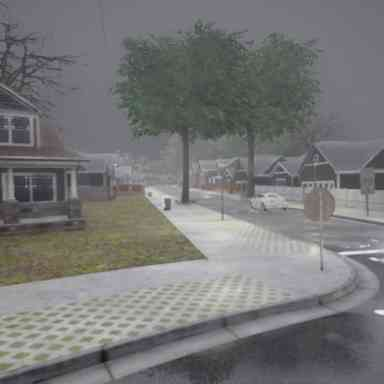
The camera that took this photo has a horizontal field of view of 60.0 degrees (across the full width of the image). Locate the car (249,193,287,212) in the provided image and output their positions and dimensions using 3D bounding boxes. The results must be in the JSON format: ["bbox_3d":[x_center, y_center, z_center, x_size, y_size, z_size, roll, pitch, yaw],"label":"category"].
[{"bbox_3d":[6.222,0.778,27.396,1.812,1.442,4.674,-2,2,-10],"label":"car"}]
